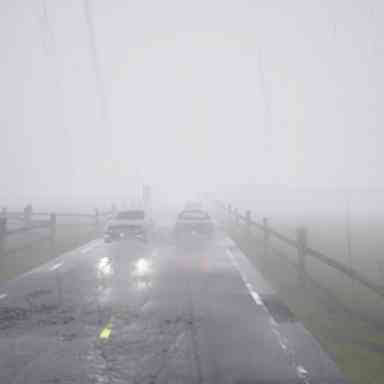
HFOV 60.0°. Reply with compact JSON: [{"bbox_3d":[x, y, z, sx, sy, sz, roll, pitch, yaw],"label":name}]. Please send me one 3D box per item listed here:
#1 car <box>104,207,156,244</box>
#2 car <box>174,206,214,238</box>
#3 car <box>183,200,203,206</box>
[{"bbox_3d":[-2.844,1.519,16.015,1.837,1.490,4.892,0,0,0],"label":"car"},{"bbox_3d":[0.105,1.617,17.686,1.895,1.301,4.718,0,0,0],"label":"car"},{"bbox_3d":[0.109,1.515,33.984,1.882,1.535,5.008,0,0,0],"label":"car"}]
